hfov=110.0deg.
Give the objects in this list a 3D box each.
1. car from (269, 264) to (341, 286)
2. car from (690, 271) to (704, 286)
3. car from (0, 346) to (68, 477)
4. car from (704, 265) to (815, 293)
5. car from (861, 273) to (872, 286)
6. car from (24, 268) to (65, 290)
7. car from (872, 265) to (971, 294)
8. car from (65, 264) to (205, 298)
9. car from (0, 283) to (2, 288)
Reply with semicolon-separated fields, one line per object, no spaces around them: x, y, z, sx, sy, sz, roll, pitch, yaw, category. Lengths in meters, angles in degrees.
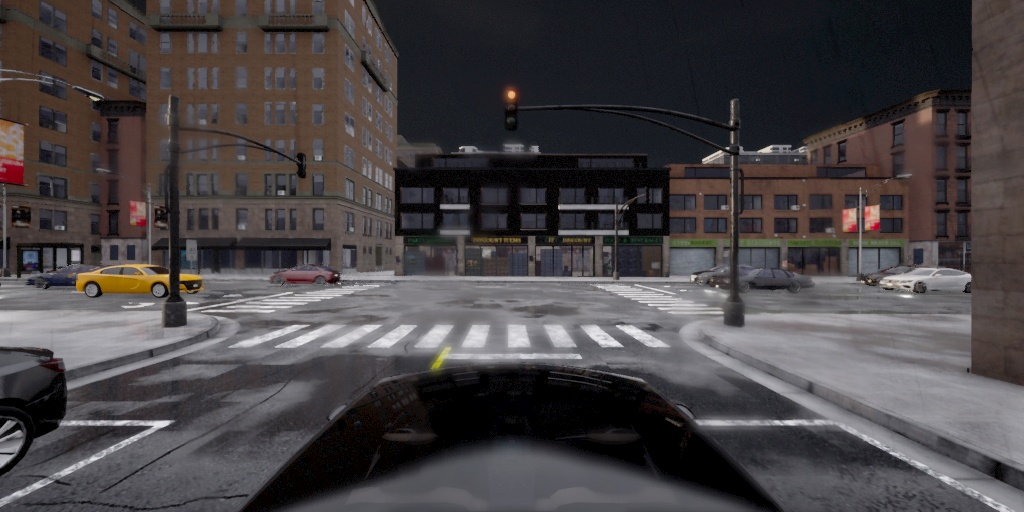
-13.781;1.254;24.051;4.181;1.385;1.994;0;0;0;car
14.649;1.323;24.200;4.902;1.511;2.128;0;0;0;car
-5.387;1.316;1.844;1.948;1.339;4.313;0;0;0;car
14.570;1.378;20.969;5.357;1.411;2.033;0;0;-3;car
26.582;1.394;24.262;4.892;1.490;1.837;-1;0;-1;car
-24.432;1.188;20.741;5.357;1.411;2.033;0;0;0;car
24.464;1.409;20.999;4.674;1.442;1.812;0;0;0;car
-17.789;1.149;17.328;5.008;1.535;1.882;0;0;0;car
-27.855;1.150;17.277;4.674;1.442;1.812;0;0;0;car
